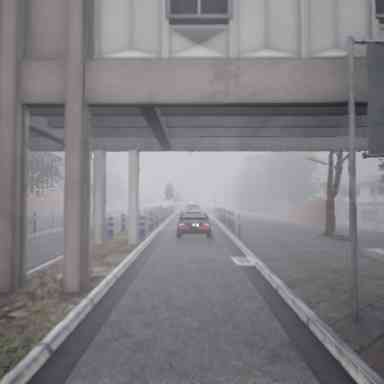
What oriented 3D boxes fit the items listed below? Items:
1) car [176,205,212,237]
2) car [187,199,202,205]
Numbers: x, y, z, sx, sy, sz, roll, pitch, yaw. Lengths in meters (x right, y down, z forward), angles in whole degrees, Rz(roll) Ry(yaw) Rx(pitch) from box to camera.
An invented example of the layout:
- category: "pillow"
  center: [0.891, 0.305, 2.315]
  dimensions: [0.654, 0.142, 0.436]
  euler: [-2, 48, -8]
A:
- category: "car"
  center: [0.093, 1.672, 18.605]
  dimensions: [2.033, 1.411, 5.357]
  euler: [0, -1, 0]
- category: "car"
  center: [0.097, 2.028, 42.618]
  dimensions: [1.837, 1.490, 4.892]
  euler: [0, -1, 0]
